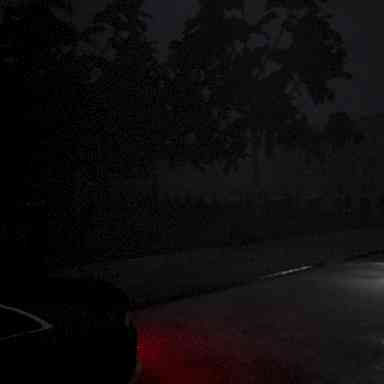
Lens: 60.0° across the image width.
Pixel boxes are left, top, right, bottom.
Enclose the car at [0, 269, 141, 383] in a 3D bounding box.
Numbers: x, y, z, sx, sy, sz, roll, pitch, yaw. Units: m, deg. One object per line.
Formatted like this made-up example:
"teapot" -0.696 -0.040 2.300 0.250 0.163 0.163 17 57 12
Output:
"car" -2.811 1.498 2.593 4.902 1.511 2.128 0 0 -36
